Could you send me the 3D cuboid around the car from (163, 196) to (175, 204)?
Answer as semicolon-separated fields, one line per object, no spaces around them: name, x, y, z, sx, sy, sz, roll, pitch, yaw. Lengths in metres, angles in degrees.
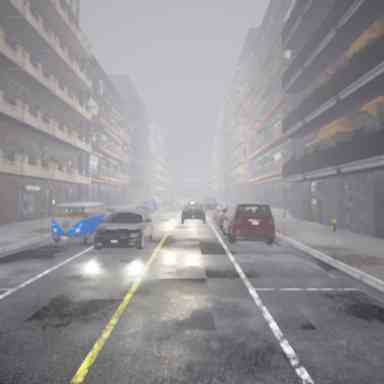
car;-5.299;1.897;71.396;1.752;1.417;4.829;1;0;0

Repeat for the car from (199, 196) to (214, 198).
car;2.583;1.553;49.343;2.192;1.841;5.009;1;0;0

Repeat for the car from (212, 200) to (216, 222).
car;2.579;1.519;21.525;1.967;1.590;4.097;1;0;0

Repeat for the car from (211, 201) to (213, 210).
car;2.578;1.690;27.085;1.802;1.307;4.206;1;0;0

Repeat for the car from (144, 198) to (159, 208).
car;-5.301;1.723;38.181;2.008;1.369;4.403;1;0;0

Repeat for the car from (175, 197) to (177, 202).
car;-5.299;2.010;82.693;1.947;1.339;4.313;1;0;0

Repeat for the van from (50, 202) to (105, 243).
van;-5.298;1.392;15.926;1.690;1.788;3.998;1;0;0

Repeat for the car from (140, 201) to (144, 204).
car;-5.301;1.632;26.883;1.752;1.417;4.829;1;0;0

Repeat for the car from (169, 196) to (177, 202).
car;-5.297;1.961;93.822;1.967;1.590;4.097;1;0;0

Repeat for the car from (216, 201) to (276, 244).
car;2.581;1.366;15.962;2.192;1.841;5.009;1;0;0

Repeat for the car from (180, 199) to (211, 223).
car;0.102;1.594;26.287;2.128;1.511;4.902;0;0;0

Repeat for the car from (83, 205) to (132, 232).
car;-5.302;1.630;21.491;2.008;1.369;4.403;1;0;0

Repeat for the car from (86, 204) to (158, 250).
car;-2.841;1.524;14.682;1.882;1.535;5.008;0;1;0

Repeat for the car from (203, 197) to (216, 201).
car;2.579;1.771;43.777;1.947;1.339;4.313;1;0;0
